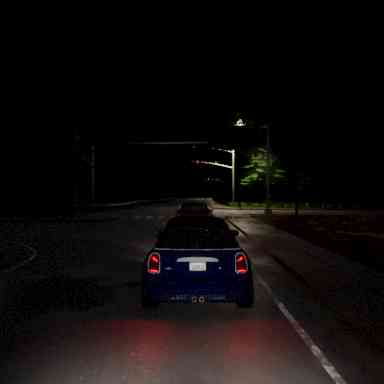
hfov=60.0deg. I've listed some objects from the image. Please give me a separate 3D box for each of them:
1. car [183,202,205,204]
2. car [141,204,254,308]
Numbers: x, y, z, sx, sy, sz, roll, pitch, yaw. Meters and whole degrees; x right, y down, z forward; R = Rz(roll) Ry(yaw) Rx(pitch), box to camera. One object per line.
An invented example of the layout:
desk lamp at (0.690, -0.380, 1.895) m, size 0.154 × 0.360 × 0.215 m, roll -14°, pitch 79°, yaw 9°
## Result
car at (0.106, 1.336, 18.181) m, size 2.097 × 1.767 × 4.553 m, roll 0°, pitch 0°, yaw 0°
car at (0.101, 1.346, 8.060) m, size 2.097 × 1.767 × 4.553 m, roll 0°, pitch 0°, yaw 0°
